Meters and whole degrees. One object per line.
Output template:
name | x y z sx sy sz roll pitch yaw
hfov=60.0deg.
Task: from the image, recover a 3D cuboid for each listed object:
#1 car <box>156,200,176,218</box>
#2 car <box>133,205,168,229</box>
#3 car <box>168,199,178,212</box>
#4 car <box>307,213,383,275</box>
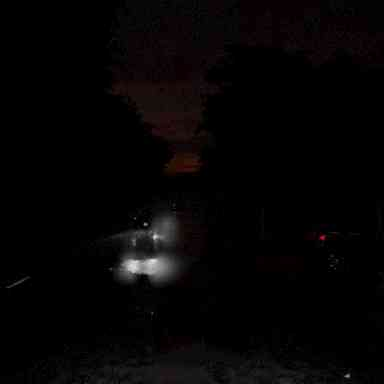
car | -3.133 1.889 35.364 2.128 1.511 4.902 0 -1 0
car | -3.112 1.882 24.479 1.895 1.301 4.718 1 -1 0
car | -3.128 1.854 47.652 2.097 1.767 4.553 0 0 0
car | 5.912 1.428 9.966 4.553 1.767 2.097 -1 0 13
